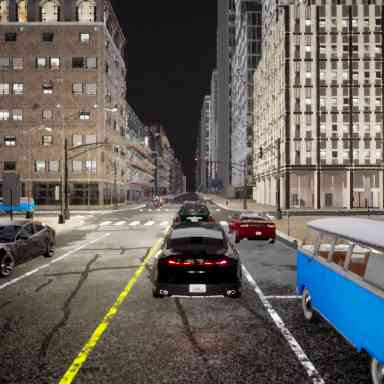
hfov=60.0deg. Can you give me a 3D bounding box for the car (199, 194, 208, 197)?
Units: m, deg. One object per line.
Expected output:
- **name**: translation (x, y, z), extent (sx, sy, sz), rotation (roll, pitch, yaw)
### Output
- **car**: translation (2.740, 1.531, 59.491), extent (2.008, 1.369, 4.403), rotation (1, 0, 0)

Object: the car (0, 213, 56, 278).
- **car**: translation (-5.675, 1.567, 10.179), extent (1.947, 1.339, 4.313), rotation (1, 0, 0)

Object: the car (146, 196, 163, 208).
- **car**: translation (-5.649, 1.573, 48.194), extent (1.802, 1.307, 4.206), rotation (1, 0, 0)

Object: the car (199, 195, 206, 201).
- **car**: translation (2.760, 1.474, 87.918), extent (1.752, 1.417, 4.829), rotation (1, 0, 0)

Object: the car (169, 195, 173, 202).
- **car**: translation (-5.633, 1.519, 70.800), extent (2.008, 1.369, 4.403), rotation (1, 0, 0)

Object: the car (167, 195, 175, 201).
- **car**: translation (-5.620, 1.475, 87.586), extent (1.752, 1.417, 4.829), rotation (1, 0, 0)

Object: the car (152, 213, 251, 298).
- **car**: translation (0.107, 1.506, 8.473), extent (1.837, 1.490, 4.892), rotation (0, 0, 0)

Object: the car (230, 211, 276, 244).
- **car**: translation (2.709, 1.545, 15.744), extent (1.887, 1.381, 4.507), rotation (1, 0, 0)

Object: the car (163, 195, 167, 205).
- **car**: translation (-5.642, 1.426, 53.847), extent (1.967, 1.590, 4.097), rotation (1, 0, 0)

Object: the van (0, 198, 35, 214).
- **van**: translation (-19.711, 1.525, 37.074), extent (3.998, 1.788, 1.690), rotation (0, 0, 1)

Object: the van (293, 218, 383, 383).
- **van**: translation (2.704, 1.342, 4.591), extent (1.690, 1.788, 3.998), rotation (1, 0, 0)

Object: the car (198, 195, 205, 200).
- **car**: translation (2.763, 1.524, 93.400), extent (1.802, 1.307, 4.206), rotation (1, 0, 0)

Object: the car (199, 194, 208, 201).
- **car**: translation (2.757, 1.396, 82.097), extent (1.967, 1.590, 4.097), rotation (1, 0, 0)

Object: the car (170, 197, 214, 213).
- **car**: translation (0.082, 1.352, 17.566), extent (2.097, 1.767, 4.553), rotation (0, 0, -1)

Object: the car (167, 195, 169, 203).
- **car**: translation (-5.640, 1.562, 59.498), extent (1.802, 1.307, 4.206), rotation (1, 0, 0)
